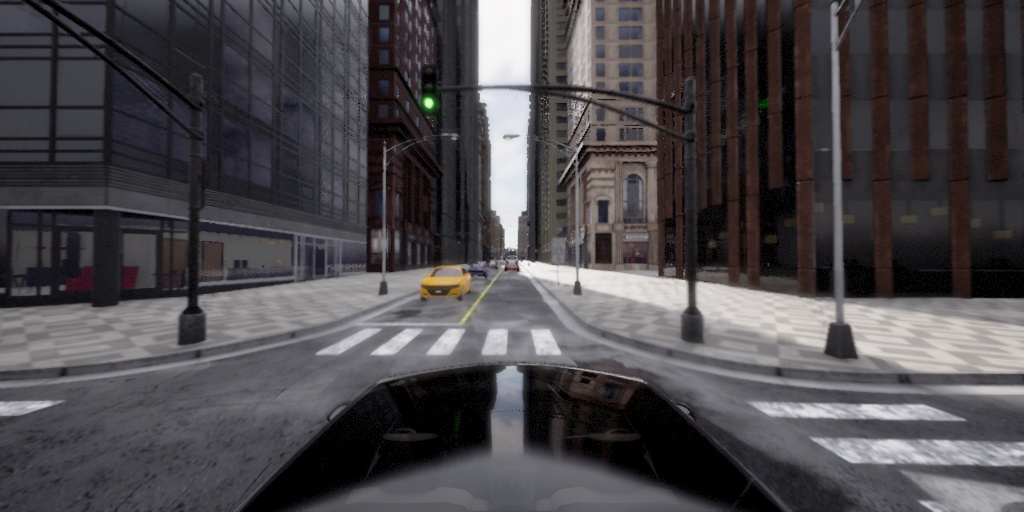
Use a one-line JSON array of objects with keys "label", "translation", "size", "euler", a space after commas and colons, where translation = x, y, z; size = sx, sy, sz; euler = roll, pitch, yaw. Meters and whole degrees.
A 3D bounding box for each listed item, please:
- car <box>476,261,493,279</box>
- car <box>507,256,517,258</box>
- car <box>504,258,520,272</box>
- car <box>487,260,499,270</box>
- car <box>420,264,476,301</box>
[{"label": "car", "translation": [-3.073, 1.346, 32.621], "size": [1.895, 1.301, 4.718], "euler": [0, 0, 0]}, {"label": "car", "translation": [0.004, 0.986, 56.602], "size": [2.150, 2.045, 5.566], "euler": [0, 0, 0]}, {"label": "car", "translation": [0.004, 1.319, 46.569], "size": [1.994, 1.385, 4.181], "euler": [0, 0, 0]}, {"label": "car", "translation": [-2.996, 1.307, 51.980], "size": [1.812, 1.442, 4.674], "euler": [0, 0, 0]}, {"label": "car", "translation": [-3.088, 1.223, 17.554], "size": [1.882, 1.535, 5.008], "euler": [0, 0, 0]}]
